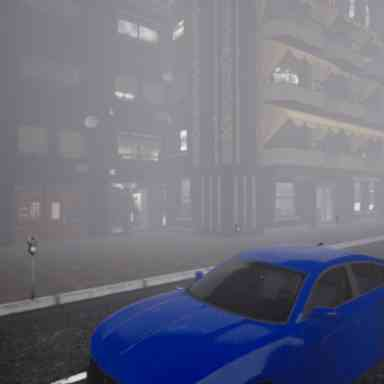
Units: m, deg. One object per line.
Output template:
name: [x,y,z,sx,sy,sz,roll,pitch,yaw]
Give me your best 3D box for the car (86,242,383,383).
car: [1.211,1.490,4.300,5.008,1.535,1.882,0,0,-37]
